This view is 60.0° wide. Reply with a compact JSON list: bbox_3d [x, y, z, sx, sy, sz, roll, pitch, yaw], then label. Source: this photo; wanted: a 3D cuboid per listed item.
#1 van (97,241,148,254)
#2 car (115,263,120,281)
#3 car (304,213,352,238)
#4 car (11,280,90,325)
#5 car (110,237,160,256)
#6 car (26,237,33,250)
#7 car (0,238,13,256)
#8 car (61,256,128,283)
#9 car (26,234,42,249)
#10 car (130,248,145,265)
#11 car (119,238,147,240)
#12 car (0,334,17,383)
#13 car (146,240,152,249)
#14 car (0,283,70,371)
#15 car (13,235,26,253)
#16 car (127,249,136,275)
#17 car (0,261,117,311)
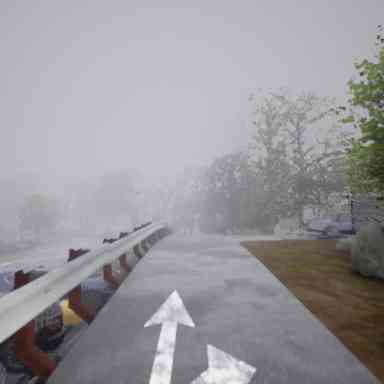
[{"bbox_3d":[-6.834,5.924,31.498,4.442,1.987,1.878,2,-5,-20],"label":"van"},{"bbox_3d":[-6.930,5.260,19.371,4.792,1.488,2.163,2,-4,-20],"label":"car"},{"bbox_3d":[9.444,1.923,19.542,5.357,1.411,2.033,-1,-4,10],"label":"car"},{"bbox_3d":[-7.050,4.763,13.289,5.366,1.575,1.946,2,-4,-20],"label":"car"},{"bbox_3d":[-6.956,6.579,40.515,5.566,2.045,2.435,2,-5,-20],"label":"car"},{"bbox_3d":[-23.920,7.091,43.559,4.792,1.488,2.163,1,-5,-20],"label":"car"},{"bbox_3d":[-23.895,6.364,37.671,5.566,2.045,2.435,1,-5,-20],"label":"car"},{"bbox_3d":[-6.939,5.333,22.399,4.553,1.767,2.185,2,-5,-20],"label":"car"},{"bbox_3d":[-23.972,7.031,46.489,5.566,2.045,2.435,1,-4,-20],"label":"car"},{"bbox_3d":[-6.926,5.917,28.422,4.892,1.521,2.231,2,-4,-20],"label":"car"},{"bbox_3d":[-6.985,6.348,37.463,5.566,2.045,2.435,2,-4,-20],"label":"car"},{"bbox_3d":[-6.867,4.318,7.337,4.892,1.521,2.231,2,-5,-20],"label":"car"},{"bbox_3d":[-6.921,6.248,34.464,4.553,1.767,2.185,2,-4,-20],"label":"car"},{"bbox_3d":[-6.894,4.294,10.354,5.566,2.045,2.435,2,-4,-20],"label":"car"},{"bbox_3d":[-23.905,6.587,40.622,5.566,2.045,2.435,1,-5,-20],"label":"car"},{"bbox_3d":[-6.958,5.562,25.419,4.553,1.767,2.185,2,-5,-20],"label":"car"},{"bbox_3d":[-6.858,4.753,16.400,5.566,2.045,2.435,2,-5,-20],"label":"car"}]
